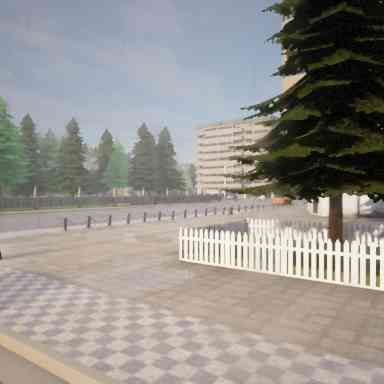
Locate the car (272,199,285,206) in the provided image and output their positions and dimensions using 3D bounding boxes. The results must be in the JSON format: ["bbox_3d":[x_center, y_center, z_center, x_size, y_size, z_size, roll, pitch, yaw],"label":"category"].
[{"bbox_3d":[15.370,1.346,56.721,2.097,1.767,4.553,0,0,36],"label":"car"}]
